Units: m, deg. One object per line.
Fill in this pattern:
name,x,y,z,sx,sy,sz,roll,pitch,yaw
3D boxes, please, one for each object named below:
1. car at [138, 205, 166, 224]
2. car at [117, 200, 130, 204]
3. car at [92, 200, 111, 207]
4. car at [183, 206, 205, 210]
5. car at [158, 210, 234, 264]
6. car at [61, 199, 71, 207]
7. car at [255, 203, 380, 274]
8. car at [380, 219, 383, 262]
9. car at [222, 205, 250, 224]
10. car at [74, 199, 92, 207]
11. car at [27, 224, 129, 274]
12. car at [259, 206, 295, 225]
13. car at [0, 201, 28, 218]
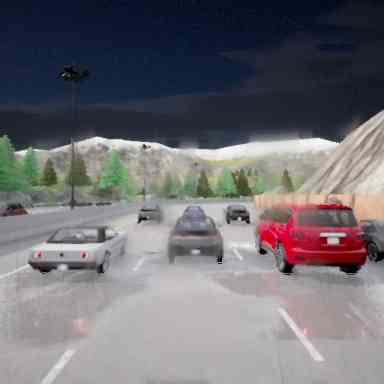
car,-3.338,1.804,27.912,2.128,1.511,4.902,0,-1,0
car,-13.564,2.235,65.685,1.812,1.442,4.674,0,-1,2
car,-17.155,2.284,64.348,1.895,1.301,4.718,0,-1,2
car,0.163,1.893,28.428,1.994,1.385,4.181,0,-1,0
car,0.121,1.637,12.453,2.128,1.511,4.902,0,-1,0
car,-24.092,2.185,65.730,1.837,1.490,4.892,0,-1,2
car,3.619,1.364,11.185,2.150,2.045,5.566,0,0,0
car,7.122,1.734,12.799,1.994,1.385,4.181,0,-1,0
car,3.662,1.839,27.965,1.837,1.490,4.892,0,-1,0
car,-20.660,2.271,64.496,1.895,1.301,4.718,0,-1,2
car,-3.383,1.718,10.958,1.895,1.301,4.718,0,-1,0
car,7.162,1.913,28.315,1.994,1.385,4.181,0,-1,0
car,-14.042,1.593,24.434,2.097,1.767,4.553,0,-1,0
